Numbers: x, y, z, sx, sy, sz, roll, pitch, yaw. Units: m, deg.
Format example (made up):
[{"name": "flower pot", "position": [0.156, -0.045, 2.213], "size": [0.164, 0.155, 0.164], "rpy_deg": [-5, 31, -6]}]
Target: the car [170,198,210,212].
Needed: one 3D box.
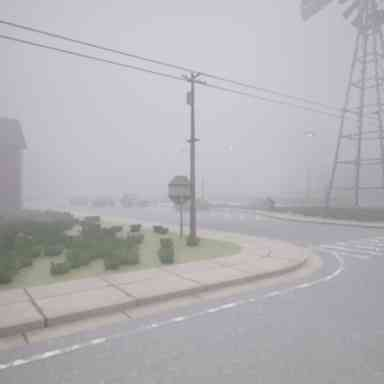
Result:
[{"name": "car", "position": [0.024, 1.452, 37.605], "size": [4.193, 1.474, 1.816], "rpy_deg": [0, 0, -36]}]

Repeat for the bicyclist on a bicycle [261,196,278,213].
[{"name": "bicyclist on a bicycle", "position": [7.462, 1.240, 31.997], "size": [1.656, 1.620, 0.582], "rpy_deg": [0, 0, -2]}]

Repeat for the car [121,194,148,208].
[{"name": "car", "position": [-8.394, 1.262, 48.151], "size": [3.866, 1.878, 1.905], "rpy_deg": [0, 0, -36]}]

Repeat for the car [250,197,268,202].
[{"name": "car", "position": [9.705, 1.436, 46.162], "size": [3.905, 1.438, 1.784], "rpy_deg": [0, 0, -36]}]

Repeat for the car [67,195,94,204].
[{"name": "car", "position": [-22.683, 1.430, 67.690], "size": [4.611, 1.667, 2.242], "rpy_deg": [0, 0, -36]}]

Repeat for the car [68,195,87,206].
[{"name": "car", "position": [-18.679, 1.451, 55.195], "size": [2.128, 1.511, 4.902], "rpy_deg": [0, 0, -37]}]

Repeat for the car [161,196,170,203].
[{"name": "car", "position": [-3.711, 1.227, 64.201], "size": [4.605, 1.855, 1.932], "rpy_deg": [0, 0, -36]}]

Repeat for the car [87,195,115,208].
[{"name": "car", "position": [-12.684, 1.311, 47.178], "size": [2.097, 1.767, 4.553], "rpy_deg": [0, 0, -36]}]
